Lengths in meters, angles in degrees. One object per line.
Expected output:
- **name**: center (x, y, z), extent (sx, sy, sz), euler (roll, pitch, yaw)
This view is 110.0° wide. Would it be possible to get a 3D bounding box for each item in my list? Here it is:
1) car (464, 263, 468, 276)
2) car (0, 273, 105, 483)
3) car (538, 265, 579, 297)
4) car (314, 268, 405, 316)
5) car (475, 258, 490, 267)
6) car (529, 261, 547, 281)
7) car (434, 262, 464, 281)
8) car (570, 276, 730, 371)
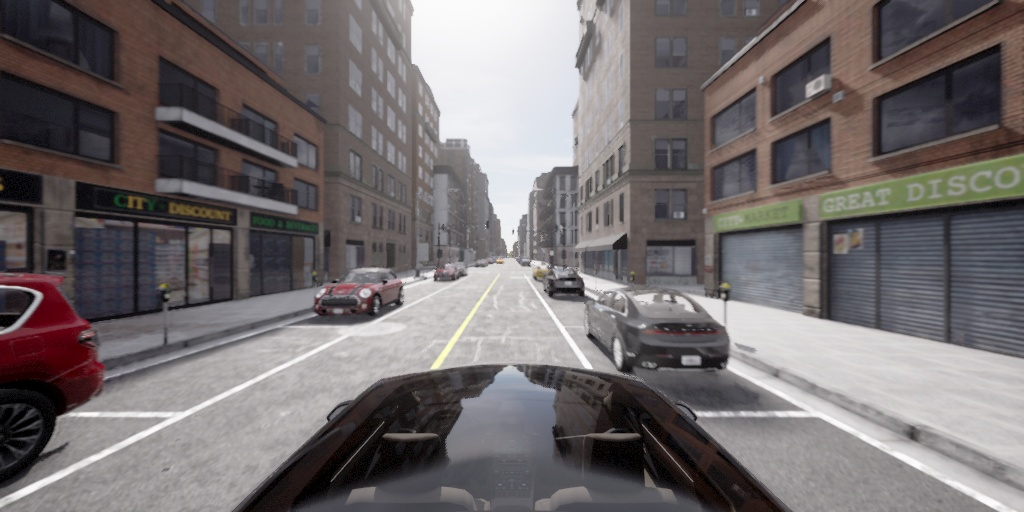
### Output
- **car**: center (-5.409, 1.295, 35.857), extent (2.007, 1.370, 4.403), euler (0, 0, 0)
- **car**: center (-5.387, 1.065, 1.766), extent (2.192, 1.841, 5.009), euler (0, 0, 0)
- **car**: center (2.627, 1.313, 18.820), extent (1.948, 1.339, 4.313), euler (0, 0, 0)
- **car**: center (-5.394, 1.189, 13.130), extent (1.967, 1.591, 4.097), euler (0, 0, 0)
- **car**: center (-5.429, 1.285, 62.733), extent (2.007, 1.370, 4.403), euler (0, 0, 0)
- **car**: center (2.620, 1.271, 30.352), extent (1.751, 1.417, 4.829), euler (0, 0, 0)
- **car**: center (-5.405, 1.328, 30.176), extent (1.802, 1.307, 4.207), euler (0, 0, 0)
- **car**: center (2.635, 1.300, 7.457), extent (2.007, 1.370, 4.403), euler (0, 0, 0)
